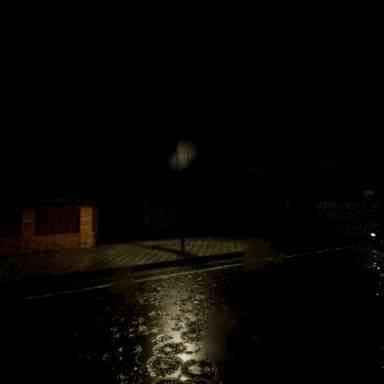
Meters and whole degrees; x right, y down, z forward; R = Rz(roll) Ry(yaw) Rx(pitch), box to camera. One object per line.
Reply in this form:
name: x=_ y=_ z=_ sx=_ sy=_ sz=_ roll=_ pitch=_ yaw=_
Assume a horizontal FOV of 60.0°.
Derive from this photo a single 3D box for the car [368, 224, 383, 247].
car: x=10.023 y=1.706 z=14.821 sx=5.357 sy=1.411 sz=2.033 roll=1 pitch=0 yaw=-36
